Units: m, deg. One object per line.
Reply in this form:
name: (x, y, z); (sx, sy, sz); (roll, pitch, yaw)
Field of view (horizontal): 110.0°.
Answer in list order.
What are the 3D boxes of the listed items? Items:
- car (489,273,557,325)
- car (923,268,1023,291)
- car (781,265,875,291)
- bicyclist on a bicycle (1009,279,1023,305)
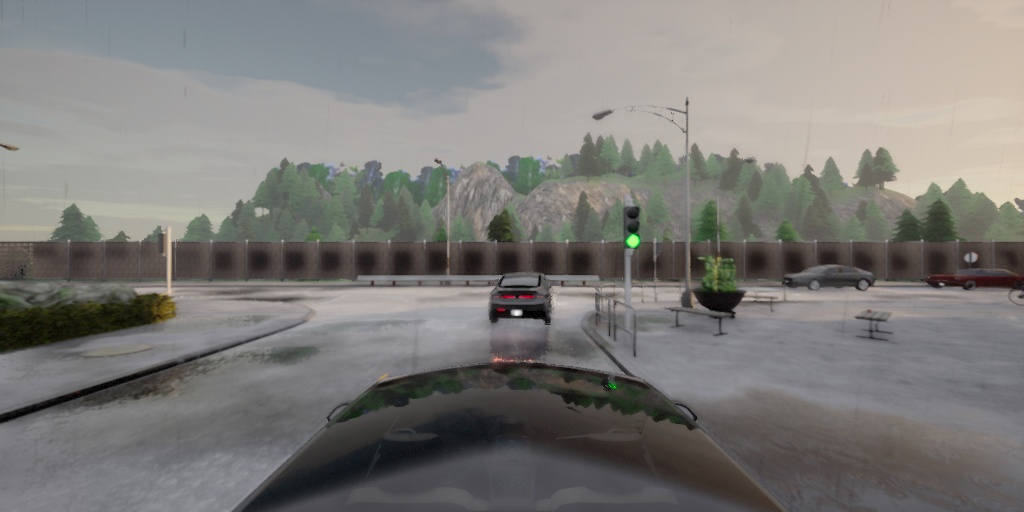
car: (0.471, 1.293, 12.147); (1.837, 1.490, 4.892); (-1, 0, 8)
car: (28.557, 1.422, 22.007); (4.718, 1.301, 1.895); (0, 0, 0)
car: (19.301, 1.327, 22.007); (4.892, 1.490, 1.837); (0, 0, 0)
bicyclist on a bicycle: (19.986, 1.141, 13.609); (0.582, 1.620, 1.656); (0, 0, 0)
